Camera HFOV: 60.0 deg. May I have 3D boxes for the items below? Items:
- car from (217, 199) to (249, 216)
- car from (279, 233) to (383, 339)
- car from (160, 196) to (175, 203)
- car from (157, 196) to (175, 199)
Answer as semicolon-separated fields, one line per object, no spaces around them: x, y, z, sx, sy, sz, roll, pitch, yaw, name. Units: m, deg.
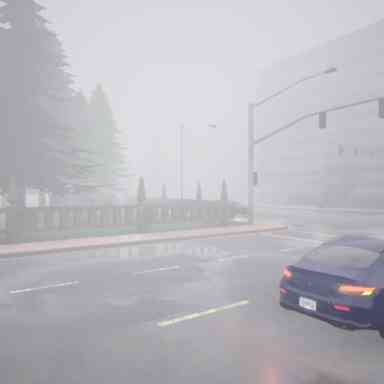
3.500;1.422;31.168;1.882;1.535;5.008;0;0;-32;car
3.638;1.526;6.363;4.674;1.442;1.812;0;0;-35;car
-4.988;1.545;68.711;1.895;1.301;4.718;0;0;13;car
-3.789;1.296;45.332;2.097;1.767;4.553;0;0;-17;car
